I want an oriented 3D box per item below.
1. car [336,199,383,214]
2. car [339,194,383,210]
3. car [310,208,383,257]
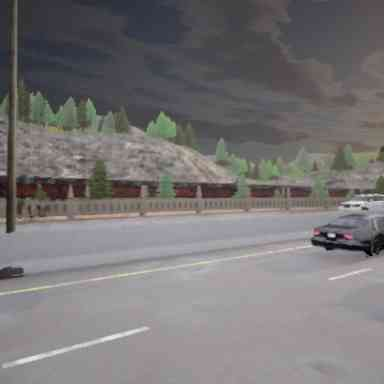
[{"bbox_3d":[18.220,1.525,36.189,4.892,1.490,1.837,0,0,-24],"label":"car"},{"bbox_3d":[16.437,1.233,31.440,5.566,2.045,2.150,0,0,-28],"label":"car"},{"bbox_3d":[6.873,1.549,12.940,5.357,1.411,2.033,0,0,-35],"label":"car"}]
